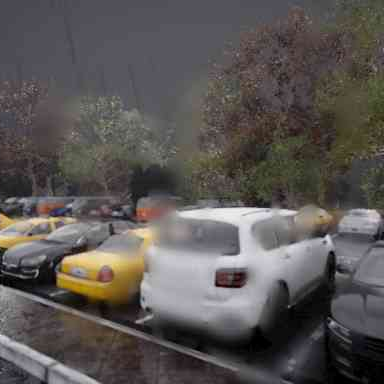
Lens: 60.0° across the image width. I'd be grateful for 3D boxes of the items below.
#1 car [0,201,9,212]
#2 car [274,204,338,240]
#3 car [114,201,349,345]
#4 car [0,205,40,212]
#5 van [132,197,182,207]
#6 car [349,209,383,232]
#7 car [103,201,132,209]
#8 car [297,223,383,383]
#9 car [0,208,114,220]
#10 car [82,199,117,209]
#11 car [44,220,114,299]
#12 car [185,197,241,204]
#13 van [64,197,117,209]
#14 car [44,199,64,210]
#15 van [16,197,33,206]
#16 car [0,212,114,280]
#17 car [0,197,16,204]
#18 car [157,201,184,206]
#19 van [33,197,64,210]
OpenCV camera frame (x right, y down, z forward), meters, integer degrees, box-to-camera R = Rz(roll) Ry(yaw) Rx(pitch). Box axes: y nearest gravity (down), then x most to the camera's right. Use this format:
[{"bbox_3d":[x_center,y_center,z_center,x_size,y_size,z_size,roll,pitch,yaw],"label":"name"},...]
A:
[{"bbox_3d":[-26.948,1.968,43.662,2.002,1.452,4.674,-1,0,36],"label":"car"},{"bbox_3d":[6.685,1.585,19.069,1.946,1.575,5.366,0,0,36],"label":"car"},{"bbox_3d":[1.371,1.337,7.031,2.435,2.045,5.566,0,0,36],"label":"car"},{"bbox_3d":[-10.094,1.625,15.072,1.946,1.575,5.366,0,0,36],"label":"car"},{"bbox_3d":[-2.211,1.394,25.886,1.878,1.987,4.442,0,0,36],"label":"van"},{"bbox_3d":[9.036,1.621,17.591,2.002,1.452,4.674,0,0,36],"label":"car"},{"bbox_3d":[-4.506,1.663,27.439,2.163,1.488,4.792,0,0,36],"label":"car"},{"bbox_3d":[3.606,1.581,5.384,2.097,1.535,5.008,0,0,36],"label":"car"},{"bbox_3d":[-5.499,1.607,11.744,1.946,1.575,5.366,0,0,36],"label":"car"},{"bbox_3d":[-6.643,1.681,28.988,2.163,1.488,4.792,-1,0,36],"label":"car"},{"bbox_3d":[-0.785,1.592,8.787,1.946,1.575,5.366,0,0,36],"label":"car"},{"bbox_3d":[2.324,1.351,22.492,2.435,2.045,5.566,0,0,36],"label":"car"},{"bbox_3d":[-8.955,1.451,30.492,1.878,1.987,4.442,-1,0,36],"label":"van"},{"bbox_3d":[-11.142,1.706,32.217,2.097,1.535,5.008,-1,0,36],"label":"car"},{"bbox_3d":[-15.702,1.543,35.369,1.878,1.987,4.442,-1,0,36],"label":"van"},{"bbox_3d":[-3.139,1.604,10.271,2.231,1.521,4.892,0,0,36],"label":"car"},{"bbox_3d":[-17.893,1.549,37.066,2.435,2.045,5.566,-1,0,36],"label":"car"},{"bbox_3d":[0.048,1.640,24.070,2.163,1.488,4.792,0,0,36],"label":"car"},{"bbox_3d":[-13.322,1.512,33.933,1.878,1.987,4.442,-1,0,36],"label":"van"}]
